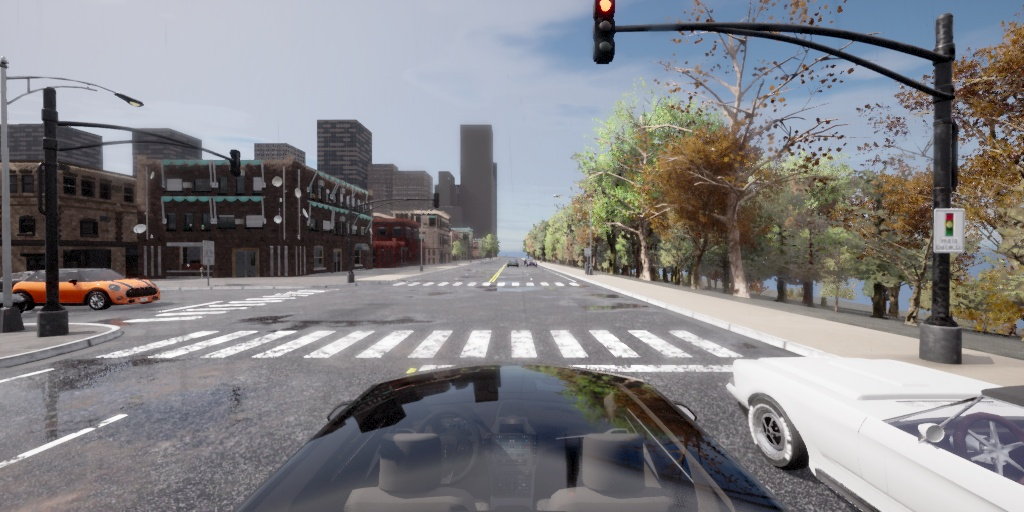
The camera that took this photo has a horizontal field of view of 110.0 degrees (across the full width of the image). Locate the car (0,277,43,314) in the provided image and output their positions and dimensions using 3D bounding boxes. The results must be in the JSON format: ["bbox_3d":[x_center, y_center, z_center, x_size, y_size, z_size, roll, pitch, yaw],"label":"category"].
[{"bbox_3d":[-19.935,1.565,12.549,4.313,1.339,1.948,0,0,0],"label":"car"}]

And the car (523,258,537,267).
[{"bbox_3d":[3.422,1.327,63.685,1.895,1.301,4.718,0,0,0],"label":"car"}]

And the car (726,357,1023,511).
[{"bbox_3d":[3.350,1.351,1.900,1.895,1.301,4.718,0,0,0],"label":"car"}]

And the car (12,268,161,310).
[{"bbox_3d":[-17.965,1.301,15.284,4.553,1.767,2.097,-1,1,-1],"label":"car"}]

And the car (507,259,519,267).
[{"bbox_3d":[0.160,1.291,63.407,1.994,1.385,4.181,0,0,1],"label":"car"}]
